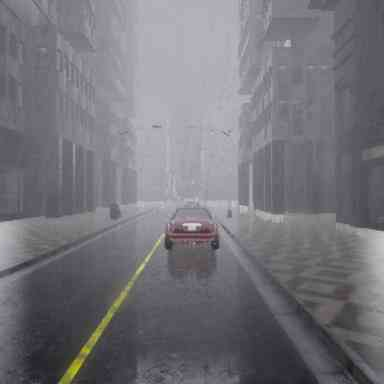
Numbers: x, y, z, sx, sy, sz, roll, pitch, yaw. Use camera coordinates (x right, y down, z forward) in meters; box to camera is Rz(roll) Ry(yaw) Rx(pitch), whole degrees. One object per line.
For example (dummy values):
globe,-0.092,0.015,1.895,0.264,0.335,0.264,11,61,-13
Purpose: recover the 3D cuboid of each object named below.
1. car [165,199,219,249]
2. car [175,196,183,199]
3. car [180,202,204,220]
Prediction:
car,-0.001,1.374,14.622,2.097,1.767,4.553,0,0,0
car,-3.001,1.630,75.924,2.128,1.511,4.902,0,0,0
car,-0.001,1.599,29.653,1.994,1.385,4.181,0,0,0
